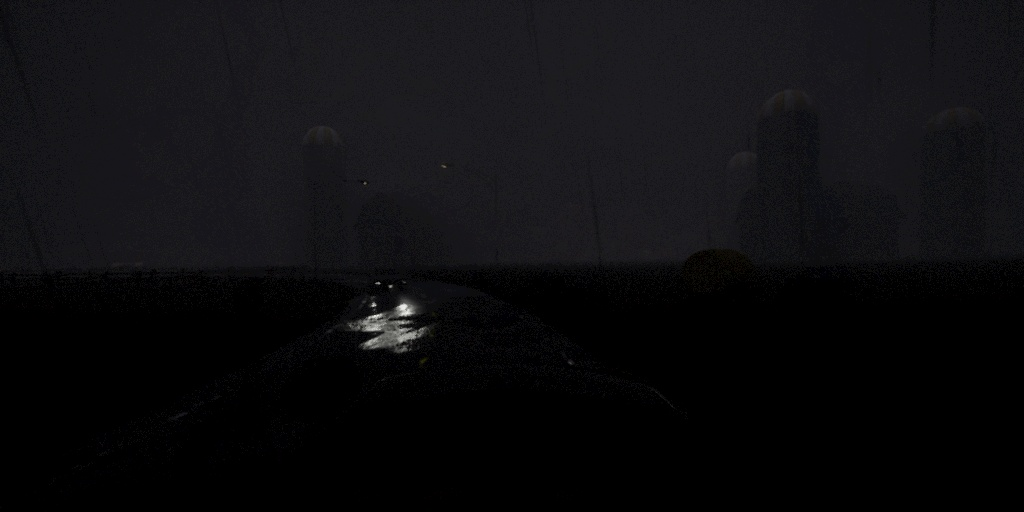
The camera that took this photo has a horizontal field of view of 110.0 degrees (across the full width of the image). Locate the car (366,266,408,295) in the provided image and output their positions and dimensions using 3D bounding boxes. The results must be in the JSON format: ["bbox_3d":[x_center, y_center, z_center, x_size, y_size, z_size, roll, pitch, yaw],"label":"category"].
[{"bbox_3d":[-7.139,1.306,20.360,1.837,1.490,4.892,0,0,-25],"label":"car"}]

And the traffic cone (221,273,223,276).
[{"bbox_3d":[-37.469,2.277,46.308,0.340,0.580,0.340,0,0,17],"label":"traffic cone"}]

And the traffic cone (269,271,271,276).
[{"bbox_3d":[-28.720,2.119,42.631,0.340,0.580,0.340,0,0,28],"label":"traffic cone"}]

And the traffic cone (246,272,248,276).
[{"bbox_3d":[-33.003,2.196,44.688,0.340,0.580,0.340,0,0,23],"label":"traffic cone"}]
